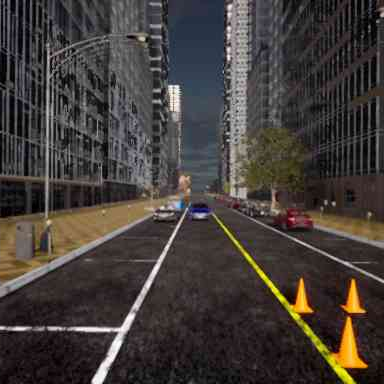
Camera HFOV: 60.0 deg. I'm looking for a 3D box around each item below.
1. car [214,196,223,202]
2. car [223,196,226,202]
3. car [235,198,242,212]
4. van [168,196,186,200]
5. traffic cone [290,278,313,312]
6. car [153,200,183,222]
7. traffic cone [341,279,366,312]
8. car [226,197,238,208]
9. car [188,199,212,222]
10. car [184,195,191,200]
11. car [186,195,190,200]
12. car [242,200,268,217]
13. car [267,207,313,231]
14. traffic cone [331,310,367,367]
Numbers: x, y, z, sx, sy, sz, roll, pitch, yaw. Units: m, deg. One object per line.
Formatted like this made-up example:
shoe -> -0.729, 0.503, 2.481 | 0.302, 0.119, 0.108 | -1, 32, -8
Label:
car -> 6.902, 1.665, 77.812 | 1.887, 1.381, 4.507 | 1, 0, 1
car -> 6.648, 1.559, 55.043 | 1.967, 1.590, 4.097 | 1, 0, 1
car -> 6.456, 1.663, 37.967 | 2.008, 1.369, 4.403 | 1, 0, 1
van -> -1.922, 1.384, 38.065 | 1.690, 1.788, 3.998 | 1, 0, 1
traffic cone -> 2.135, 1.985, 6.493 | 0.340, 0.580, 0.340 | 0, 0, 1
car -> -2.052, 1.581, 26.680 | 2.008, 1.369, 4.403 | 0, 0, 1
traffic cone -> 3.135, 1.994, 6.482 | 0.340, 0.580, 0.340 | 0, 0, 1
car -> 6.584, 1.557, 49.352 | 1.967, 1.590, 4.097 | 1, 0, 1
car -> 0.643, 1.579, 27.085 | 1.812, 1.442, 4.674 | 0, 0, 1
car -> -1.287, 1.623, 94.990 | 1.802, 1.307, 4.206 | 1, 0, 1
car -> -1.350, 1.590, 89.296 | 1.887, 1.381, 4.507 | 1, 0, 1
car -> 6.392, 1.658, 32.275 | 2.008, 1.369, 4.403 | 1, 0, 1
car -> 6.264, 1.672, 20.891 | 1.802, 1.307, 4.206 | 0, 0, 1
traffic cone -> 2.113, 1.981, 4.493 | 0.340, 0.580, 0.340 | 0, 0, 1
